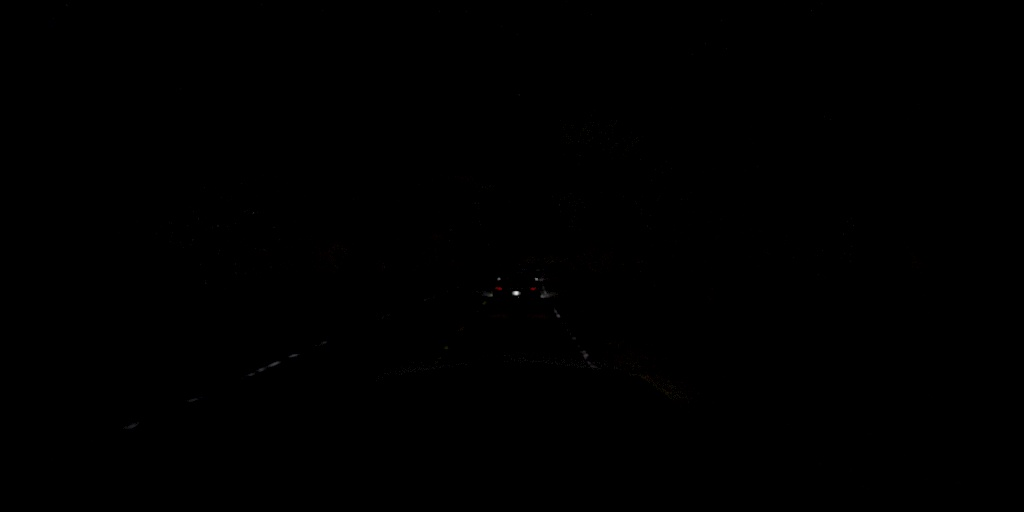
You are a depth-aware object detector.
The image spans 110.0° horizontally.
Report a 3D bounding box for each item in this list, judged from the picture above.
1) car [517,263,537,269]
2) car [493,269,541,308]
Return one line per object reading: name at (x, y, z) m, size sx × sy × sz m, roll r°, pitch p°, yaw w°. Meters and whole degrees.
car at (1.105, 1.581, 30.983) m, size 1.994 × 1.385 × 4.181 m, roll 0°, pitch 0°, yaw 5°
car at (0.244, 1.446, 16.037) m, size 1.994 × 1.385 × 4.181 m, roll 0°, pitch 0°, yaw 2°
